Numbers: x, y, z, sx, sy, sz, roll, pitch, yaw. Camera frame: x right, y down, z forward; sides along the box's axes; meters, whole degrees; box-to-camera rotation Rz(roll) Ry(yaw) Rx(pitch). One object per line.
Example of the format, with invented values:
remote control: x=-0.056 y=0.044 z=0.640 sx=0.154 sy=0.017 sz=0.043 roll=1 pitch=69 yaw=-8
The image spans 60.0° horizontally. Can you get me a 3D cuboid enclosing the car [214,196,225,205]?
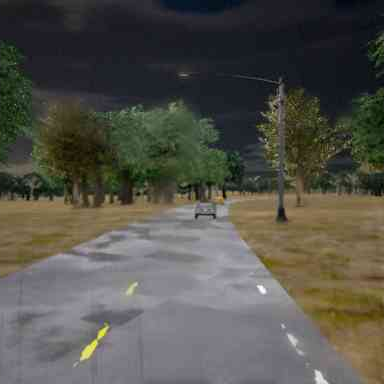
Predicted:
car: x=4.604 y=1.474 z=57.561 sx=1.882 sy=1.535 sz=5.008 roll=0 pitch=-1 yaw=9

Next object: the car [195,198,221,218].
car: x=1.304 y=1.528 z=29.528 sx=2.033 sy=1.411 sz=5.357 roll=0 pitch=0 yaw=5
